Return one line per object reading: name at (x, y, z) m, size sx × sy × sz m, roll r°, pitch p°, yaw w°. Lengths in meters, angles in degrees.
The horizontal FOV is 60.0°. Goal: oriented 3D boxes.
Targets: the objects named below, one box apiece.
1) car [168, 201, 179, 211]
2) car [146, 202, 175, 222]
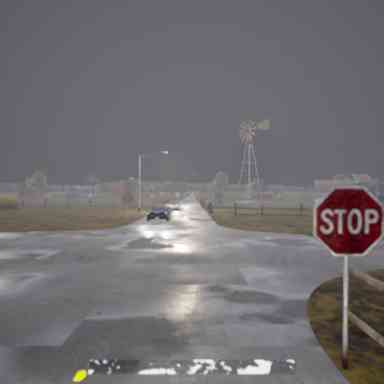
car at (-2.772, 1.972, 46.869) m, size 1.895 × 1.301 × 4.718 m, roll 0°, pitch -1°, yaw 0°
car at (-2.762, 1.806, 28.546) m, size 1.895 × 1.301 × 4.718 m, roll 0°, pitch 0°, yaw 0°
